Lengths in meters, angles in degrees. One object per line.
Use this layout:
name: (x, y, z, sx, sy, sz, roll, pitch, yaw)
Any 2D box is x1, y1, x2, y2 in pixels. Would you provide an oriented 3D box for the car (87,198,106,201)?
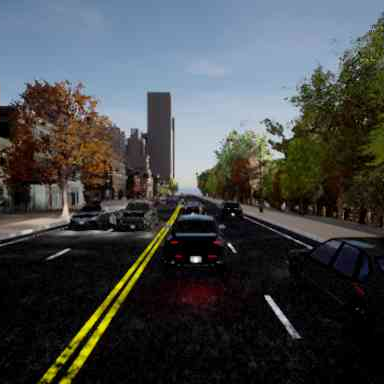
car: (-20.694, 1.954, 72.135, 4.313, 1.339, 1.947, -1, 1, -1)

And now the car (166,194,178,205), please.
car: (-3.858, 1.431, 64.321, 2.150, 2.045, 5.566, 0, 0, -1)

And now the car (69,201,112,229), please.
car: (-6.612, 1.566, 22.226, 1.812, 1.442, 4.674, 0, 0, 0)

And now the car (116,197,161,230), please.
car: (-3.361, 1.390, 21.070, 2.097, 1.767, 4.553, 0, 0, 0)

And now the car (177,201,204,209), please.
car: (0.042, 1.545, 29.190, 2.128, 1.511, 4.902, 0, 0, -1)

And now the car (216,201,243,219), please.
car: (3.291, 1.558, 29.309, 1.837, 1.490, 4.892, 0, 0, -1)

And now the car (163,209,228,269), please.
car: (0.100, 1.525, 11.171, 1.837, 1.490, 4.892, 0, 0, 0)

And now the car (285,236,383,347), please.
car: (3.349, 1.559, 6.251, 2.033, 1.411, 5.357, 0, 0, 0)

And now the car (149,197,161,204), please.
car: (-7.108, 1.634, 64.268, 1.895, 1.301, 4.718, 0, 0, -1)
